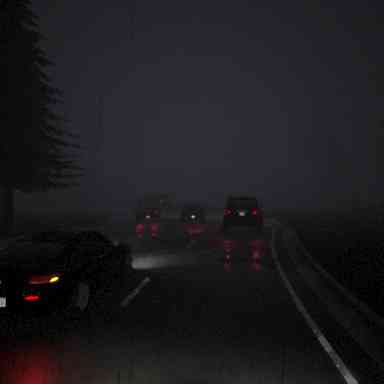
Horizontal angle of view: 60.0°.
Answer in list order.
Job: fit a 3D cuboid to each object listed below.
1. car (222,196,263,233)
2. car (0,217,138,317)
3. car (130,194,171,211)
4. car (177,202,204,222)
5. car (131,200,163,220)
[{"bbox_3d":[3.082,1.248,20.135,2.150,2.045,5.566,0,0,10],"label":"car"},{"bbox_3d":[-2.742,1.522,7.376,1.812,1.442,4.674,0,0,6],"label":"car"},{"bbox_3d":[-5.038,1.235,40.167,5.566,2.045,2.150,0,0,36],"label":"car"},{"bbox_3d":[-0.103,1.525,26.468,1.837,1.490,4.892,1,0,-4],"label":"car"},{"bbox_3d":[-3.793,1.608,27.528,1.895,1.301,4.718,0,0,-11],"label":"car"}]
